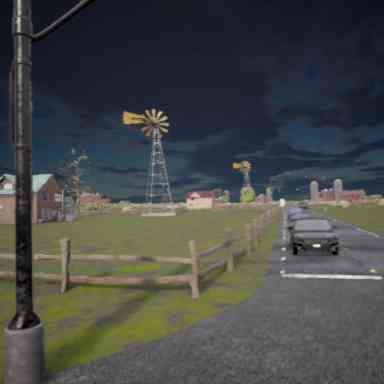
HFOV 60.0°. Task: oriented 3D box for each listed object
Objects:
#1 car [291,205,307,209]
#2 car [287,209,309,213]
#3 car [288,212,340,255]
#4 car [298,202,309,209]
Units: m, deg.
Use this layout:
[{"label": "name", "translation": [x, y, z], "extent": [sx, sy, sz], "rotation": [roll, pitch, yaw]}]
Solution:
[{"label": "car", "translation": [13.568, 2.796, 43.430], "extent": [1.882, 1.535, 5.008], "rotation": [-3, -3, 16]}, {"label": "car", "translation": [8.758, 2.354, 26.647], "extent": [2.033, 1.411, 5.357], "rotation": [-3, -2, 16]}, {"label": "car", "translation": [5.643, 1.945, 15.679], "extent": [1.882, 1.535, 5.008], "rotation": [-3, -2, 16]}, {"label": "car", "translation": [26.642, 3.399, 79.325], "extent": [2.150, 2.045, 5.566], "rotation": [-3, -2, 16]}]
